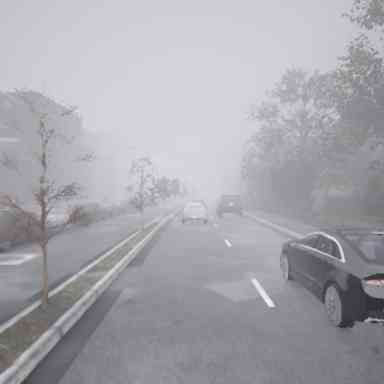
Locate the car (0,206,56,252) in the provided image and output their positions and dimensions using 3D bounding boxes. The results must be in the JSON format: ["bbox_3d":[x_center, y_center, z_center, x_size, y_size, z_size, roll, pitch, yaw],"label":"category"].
[{"bbox_3d":[-7.976,1.532,14.152,2.163,1.488,4.792,0,0,0],"label":"car"}]

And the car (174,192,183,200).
[{"bbox_3d":[-4.662,1.330,86.200,2.231,1.521,4.892,0,0,9],"label":"car"}]

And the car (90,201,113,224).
[{"bbox_3d":[-7.899,1.531,25.247,2.163,1.488,4.792,0,0,0],"label":"car"}]

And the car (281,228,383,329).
[{"bbox_3d":[3.258,1.504,6.936,2.128,1.511,4.902,0,0,0],"label":"car"}]

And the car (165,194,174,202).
[{"bbox_3d":[-6.094,1.371,74.965,1.946,1.575,5.366,0,0,7],"label":"car"}]

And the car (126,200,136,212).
[{"bbox_3d":[-7.823,1.491,36.374,2.231,1.521,4.892,0,0,0],"label":"car"}]

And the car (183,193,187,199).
[{"bbox_3d":[-3.776,1.049,91.675,2.435,2.045,5.566,0,0,10],"label":"car"}]

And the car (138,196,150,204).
[{"bbox_3d":[-7.745,1.469,47.367,2.097,1.535,5.008,0,0,1],"label":"car"}]

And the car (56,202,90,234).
[{"bbox_3d":[-7.939,1.543,19.731,2.002,1.452,4.674,0,0,0],"label":"car"}]

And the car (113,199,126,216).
[{"bbox_3d":[-7.861,1.537,30.824,2.002,1.452,4.674,0,0,0],"label":"car"}]

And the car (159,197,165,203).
[{"bbox_3d":[-7.072,1.413,63.991,1.946,1.575,5.366,0,0,5],"label":"car"}]

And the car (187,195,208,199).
[{"bbox_3d":[0.794,1.505,42.488,2.128,1.511,4.902,0,0,3],"label":"car"}]

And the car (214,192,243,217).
[{"bbox_3d":[3.482,1.248,31.500,2.150,2.045,5.566,0,0,2],"label":"car"}]

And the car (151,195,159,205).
[{"bbox_3d":[-7.490,1.471,56.962,2.163,1.488,4.792,0,0,3],"label":"car"}]

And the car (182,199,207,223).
[{"bbox_3d":[0.208,1.552,25.720,1.812,1.442,4.674,0,0,1],"label":"car"}]
